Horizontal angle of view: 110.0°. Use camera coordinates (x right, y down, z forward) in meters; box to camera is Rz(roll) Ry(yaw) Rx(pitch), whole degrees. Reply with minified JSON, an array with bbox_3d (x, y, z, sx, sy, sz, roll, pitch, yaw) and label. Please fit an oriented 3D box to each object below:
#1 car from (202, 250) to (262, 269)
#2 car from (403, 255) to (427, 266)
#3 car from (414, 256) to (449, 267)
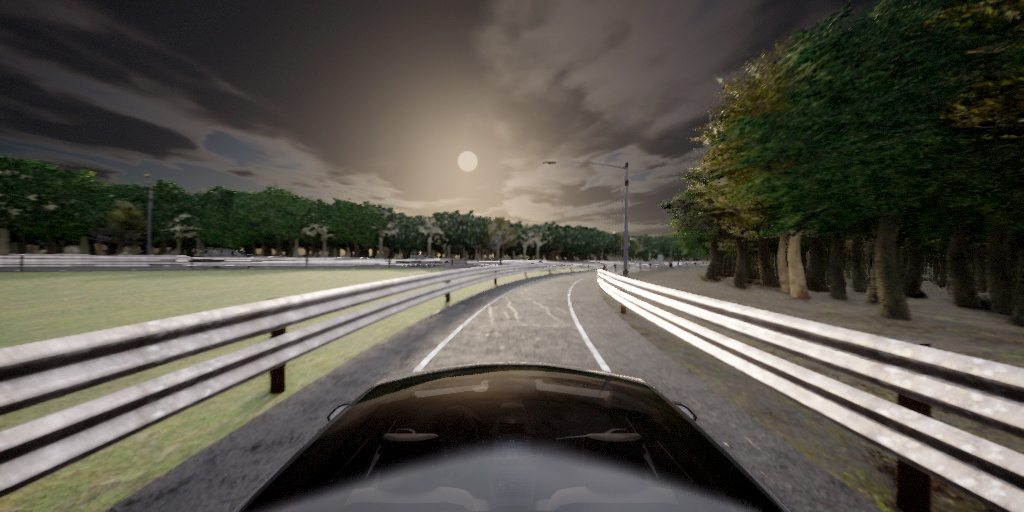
[{"bbox_3d":[-32.997,0.297,42.411,5.566,2.045,2.150,1,0,-43],"label":"car"},{"bbox_3d":[-15.616,0.846,63.281,5.566,2.045,2.150,1,-1,-43],"label":"car"},{"bbox_3d":[-13.236,1.164,60.714,5.357,1.411,2.033,1,-1,-43],"label":"car"}]
